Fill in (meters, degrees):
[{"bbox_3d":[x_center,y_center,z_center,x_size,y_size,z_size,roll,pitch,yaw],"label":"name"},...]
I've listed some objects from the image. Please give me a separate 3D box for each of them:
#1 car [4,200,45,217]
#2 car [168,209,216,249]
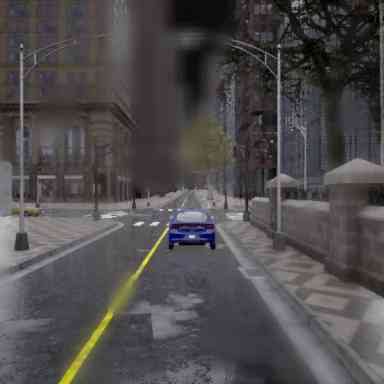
[{"bbox_3d":[-14.932,1.398,27.949,4.829,1.417,1.752,1,-1,0],"label":"car"},{"bbox_3d":[0.000,1.485,14.650,1.882,1.535,5.008,0,0,0],"label":"car"}]
